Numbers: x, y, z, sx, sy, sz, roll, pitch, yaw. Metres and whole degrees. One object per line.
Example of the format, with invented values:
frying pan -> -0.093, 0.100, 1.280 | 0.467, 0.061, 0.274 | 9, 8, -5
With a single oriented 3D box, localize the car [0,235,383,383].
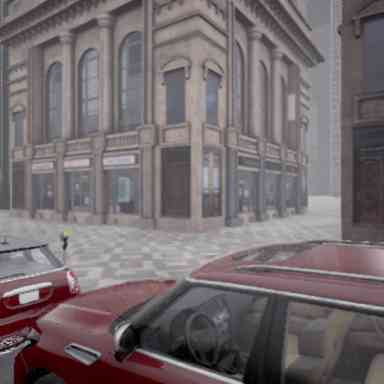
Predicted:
car -> 0.784, 1.317, 2.397 | 5.009, 1.841, 2.192 | 0, 0, 35
